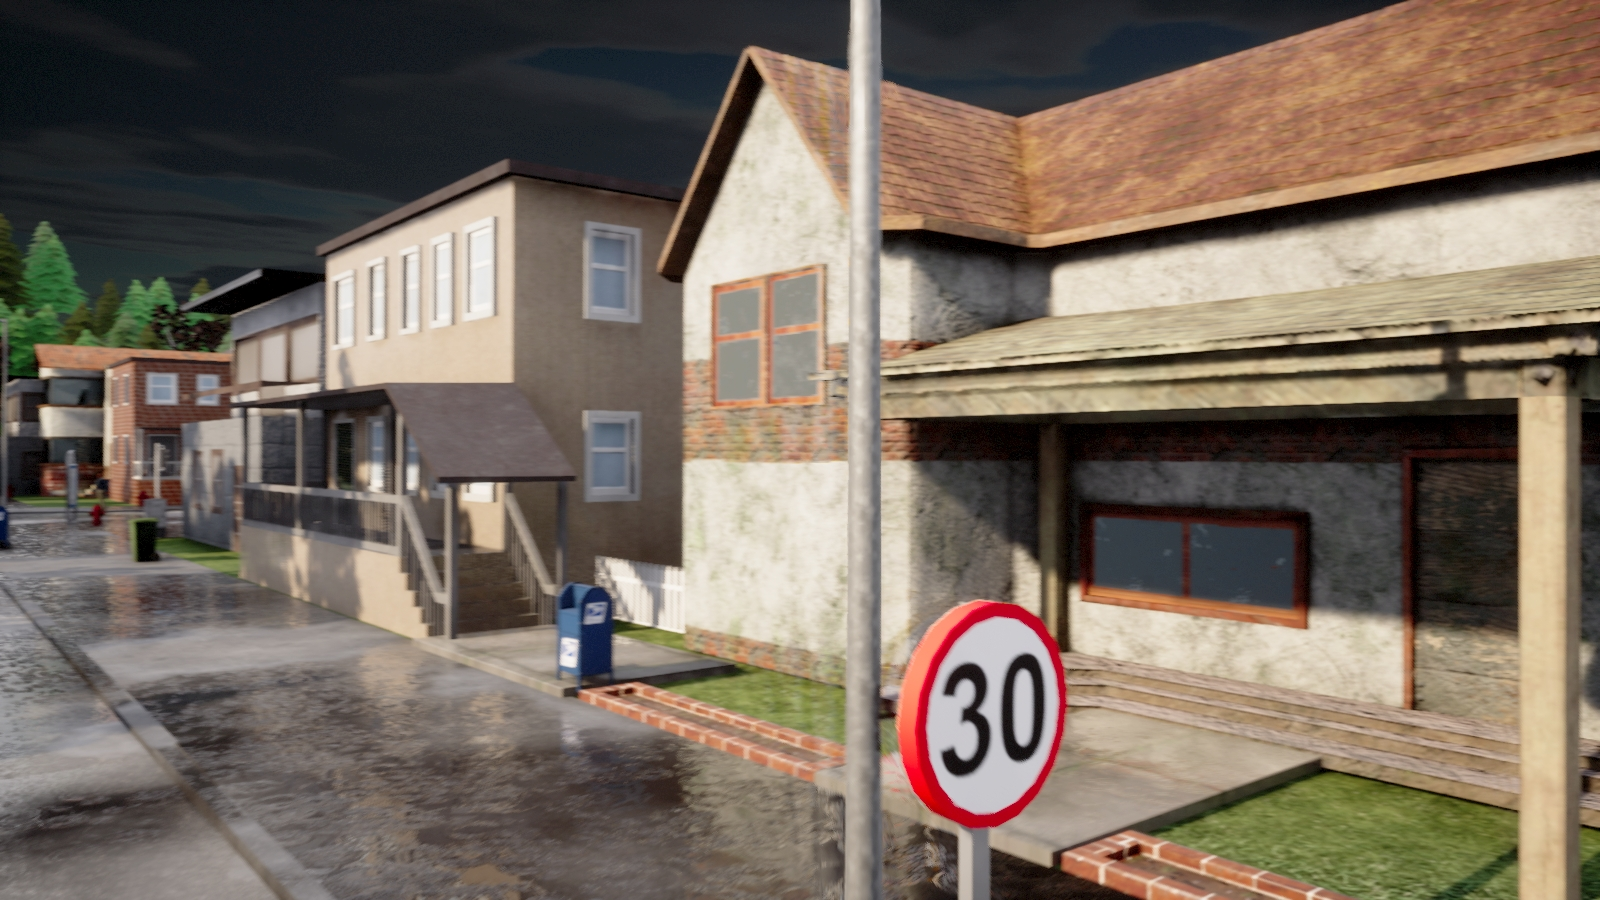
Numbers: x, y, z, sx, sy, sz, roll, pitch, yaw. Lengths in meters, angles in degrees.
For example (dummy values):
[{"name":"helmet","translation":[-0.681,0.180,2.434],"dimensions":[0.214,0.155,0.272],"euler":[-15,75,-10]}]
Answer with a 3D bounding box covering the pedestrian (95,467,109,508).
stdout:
[{"name":"pedestrian","translation":[-31.649,1.706,51.823],"dimensions":[0.375,1.860,0.375],"euler":[0,0,26]}]
